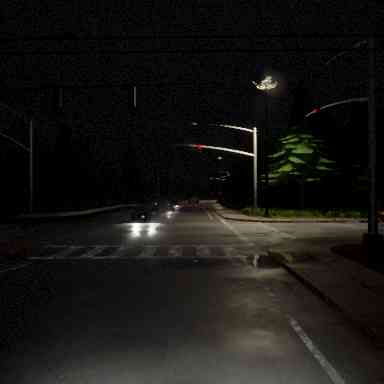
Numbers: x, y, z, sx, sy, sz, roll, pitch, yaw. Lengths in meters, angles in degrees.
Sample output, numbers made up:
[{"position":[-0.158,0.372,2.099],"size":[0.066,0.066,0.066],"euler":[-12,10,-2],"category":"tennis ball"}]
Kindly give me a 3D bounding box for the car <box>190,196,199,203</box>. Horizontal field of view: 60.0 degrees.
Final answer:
[{"position":[0.631,1.625,75.652],"size":[1.837,1.490,4.892],"euler":[0,0,2],"category":"car"}]

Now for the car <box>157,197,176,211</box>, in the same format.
[{"position":[-3.605,1.477,42.583],"size":[2.097,1.767,4.553],"euler":[0,0,1],"category":"car"}]

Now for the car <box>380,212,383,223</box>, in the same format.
[{"position":[15.142,1.484,22.020],"size":[5.008,1.535,1.882],"euler":[0,0,1],"category":"car"}]

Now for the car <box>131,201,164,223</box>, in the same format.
[{"position":[-3.614,1.658,26.543],"size":[1.994,1.385,4.181],"euler":[0,0,0],"category":"car"}]

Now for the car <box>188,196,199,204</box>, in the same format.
[{"position":[0.312,1.686,65.344],"size":[1.812,1.442,4.674],"euler":[0,0,2],"category":"car"}]

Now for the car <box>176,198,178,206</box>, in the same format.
[{"position":[-3.468,1.671,59.127],"size":[1.837,1.490,4.892],"euler":[0,-1,1],"category":"car"}]
